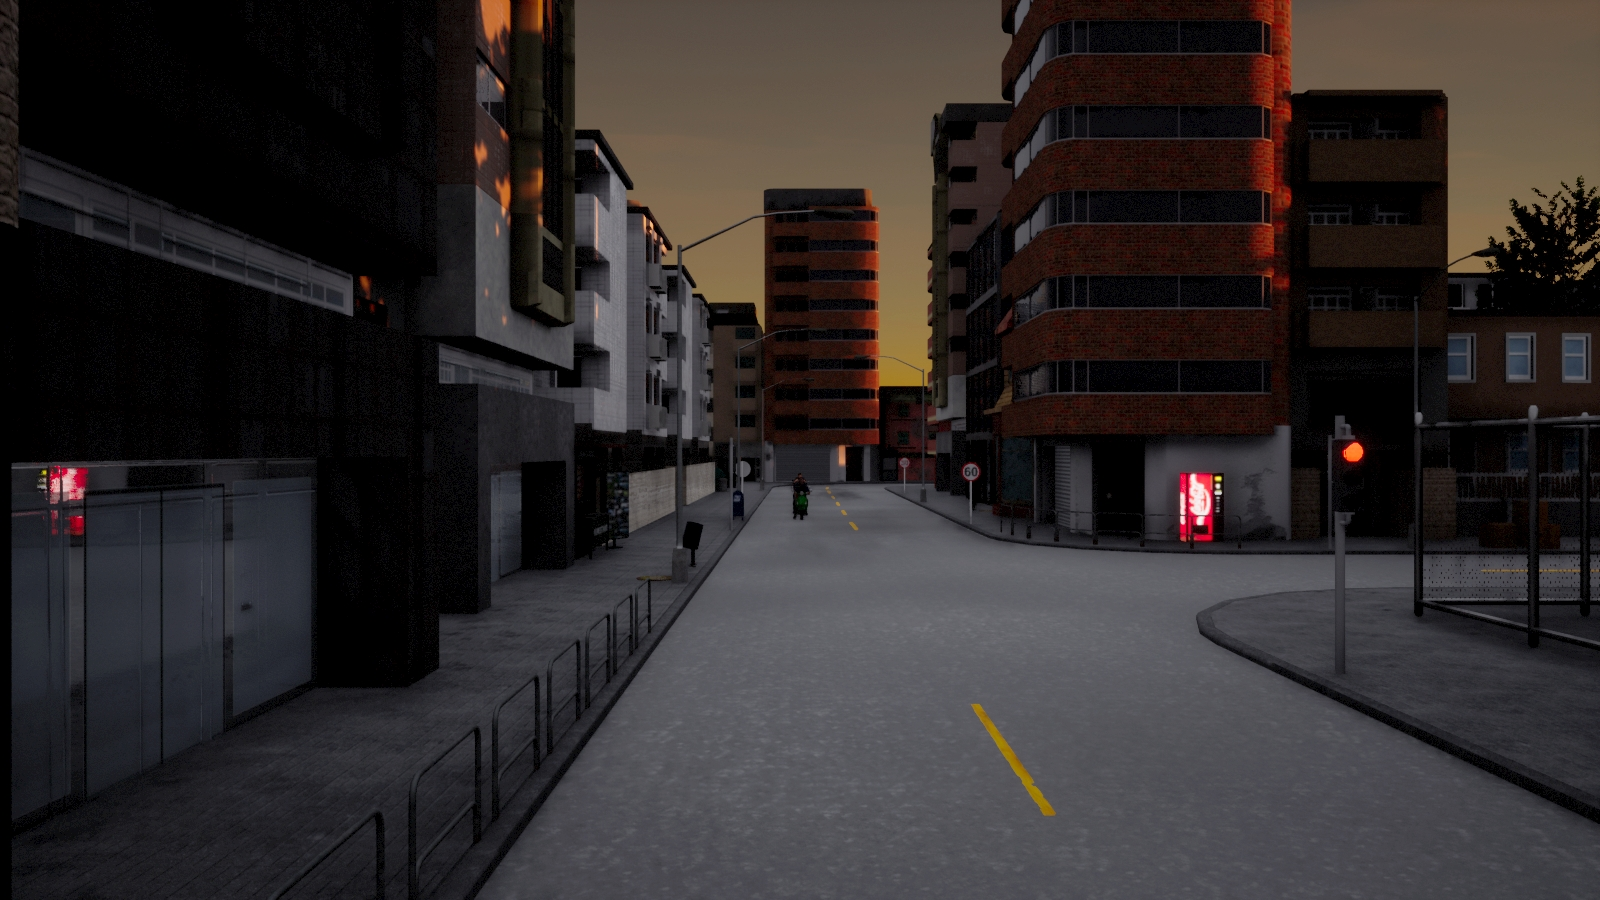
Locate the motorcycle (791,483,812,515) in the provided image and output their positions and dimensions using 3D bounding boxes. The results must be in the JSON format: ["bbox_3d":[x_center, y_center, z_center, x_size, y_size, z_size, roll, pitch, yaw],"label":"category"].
[{"bbox_3d":[0.063,1.970,46.521,0.856,1.236,1.805,0,0,0],"label":"motorcycle"}]

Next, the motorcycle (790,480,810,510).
[{"bbox_3d":[0.019,1.970,50.389,0.856,1.236,1.805,0,0,0],"label":"motorcycle"}]
